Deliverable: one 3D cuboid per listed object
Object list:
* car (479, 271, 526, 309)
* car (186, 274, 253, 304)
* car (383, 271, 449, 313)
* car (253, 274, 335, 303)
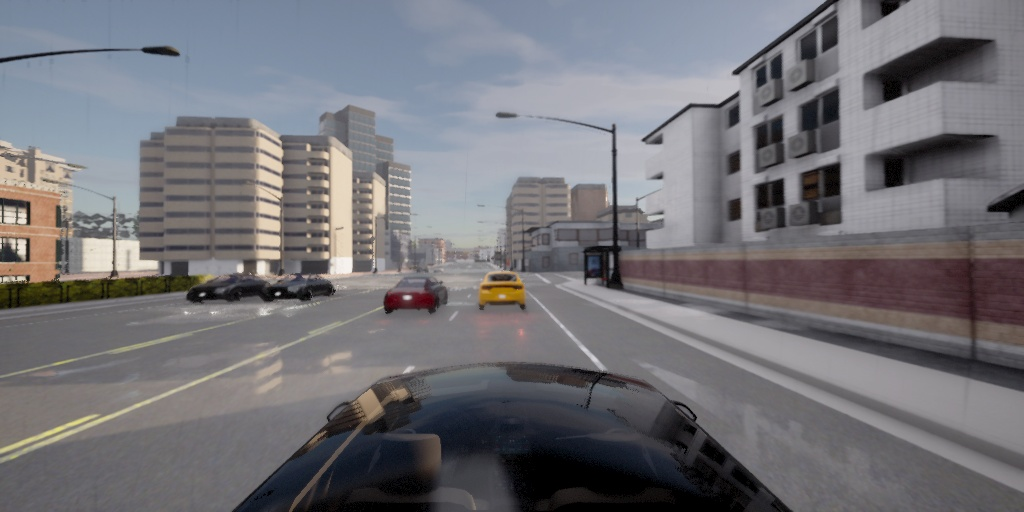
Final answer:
[{"bbox_3d":[-0.440,1.419,16.110,1.882,1.535,5.008,0,-1,-2],"label":"car"},{"bbox_3d":[-14.670,1.667,18.918,1.994,1.385,4.181,0,-1,-2],"label":"car"},{"bbox_3d":[-3.910,1.523,15.184,1.994,1.385,4.181,0,-1,-2],"label":"car"},{"bbox_3d":[-11.171,1.637,19.003,1.994,1.385,4.181,0,-1,-2],"label":"car"}]
